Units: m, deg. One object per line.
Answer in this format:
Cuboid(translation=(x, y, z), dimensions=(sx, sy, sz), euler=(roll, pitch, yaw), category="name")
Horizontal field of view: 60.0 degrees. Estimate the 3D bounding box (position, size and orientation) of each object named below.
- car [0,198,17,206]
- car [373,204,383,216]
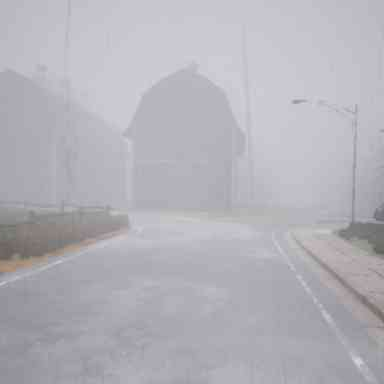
Cuboid(translation=(-16.936, 0.958, 27.588), dimensions=(4.674, 1.442, 1.812), euler=(2, 0, 5), category="car")
Cuboid(translation=(18.934, 1.870, 29.834), dimensions=(4.553, 1.767, 2.097), euler=(3, 1, 1), category="car")
